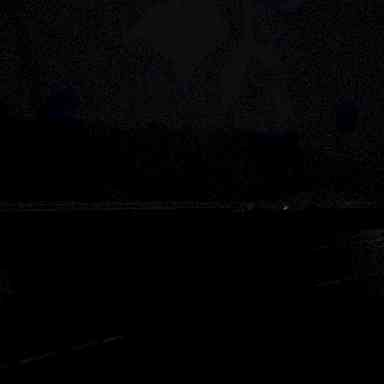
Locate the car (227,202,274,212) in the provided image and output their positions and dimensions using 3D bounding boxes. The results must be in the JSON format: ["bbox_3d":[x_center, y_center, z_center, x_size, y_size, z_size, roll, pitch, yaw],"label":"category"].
[{"bbox_3d":[6.631,1.901,38.817,5.357,1.411,2.033,1,-1,-35],"label":"car"}]

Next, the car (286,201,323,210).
[{"bbox_3d":[12.022,1.942,34.061,4.181,1.385,1.994,1,-1,-35],"label":"car"}]

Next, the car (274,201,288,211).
[{"bbox_3d":[11.303,1.754,37.845,4.553,1.767,2.097,1,-1,-35],"label":"car"}]

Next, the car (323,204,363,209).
[{"bbox_3d":[15.041,1.922,31.916,4.674,1.442,1.812,1,-1,-35],"label":"car"}]
